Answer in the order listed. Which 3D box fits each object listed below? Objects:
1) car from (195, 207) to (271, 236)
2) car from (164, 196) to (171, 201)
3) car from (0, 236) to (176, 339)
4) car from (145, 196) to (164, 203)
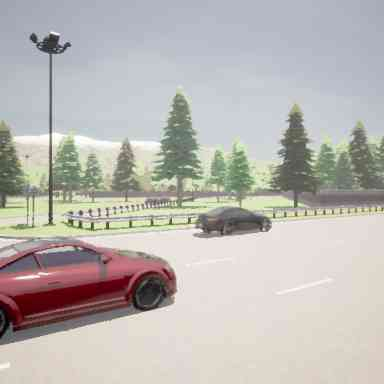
[{"bbox_3d":[2.299,1.525,18.258,4.674,1.442,1.812,0,0,-35],"label":"car"},{"bbox_3d":[-5.586,1.525,69.768,1.812,1.442,4.674,0,0,5],"label":"car"},{"bbox_3d":[-2.382,1.564,6.344,4.181,1.385,1.994,0,0,-35],"label":"car"},{"bbox_3d":[-6.748,1.492,57.696,2.128,1.511,4.902,0,0,6],"label":"car"}]
